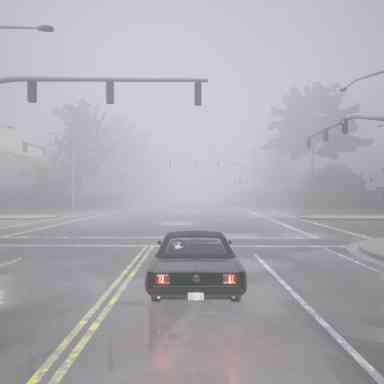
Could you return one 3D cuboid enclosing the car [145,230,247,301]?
[{"bbox_3d":[0.066,1.601,8.242,1.895,1.301,4.718,0,0,0],"label":"car"}]
